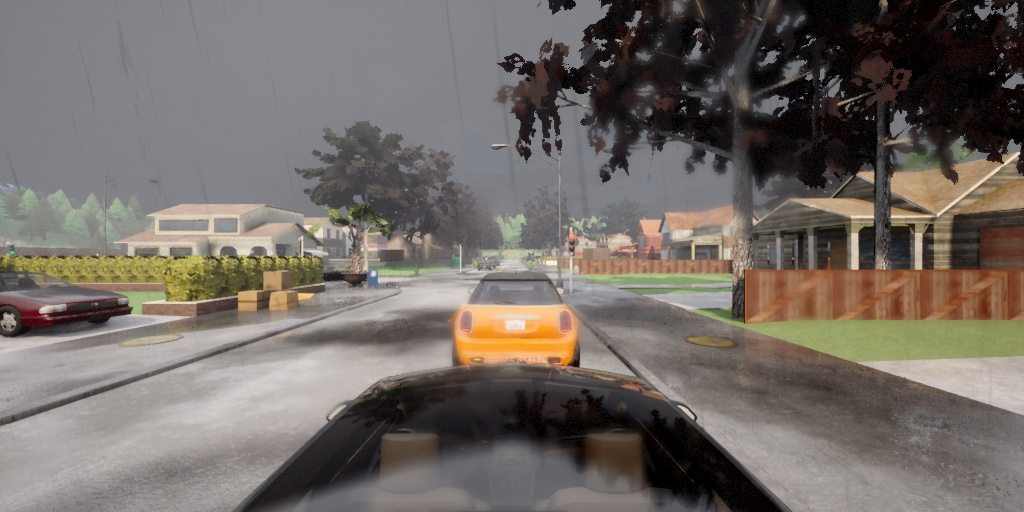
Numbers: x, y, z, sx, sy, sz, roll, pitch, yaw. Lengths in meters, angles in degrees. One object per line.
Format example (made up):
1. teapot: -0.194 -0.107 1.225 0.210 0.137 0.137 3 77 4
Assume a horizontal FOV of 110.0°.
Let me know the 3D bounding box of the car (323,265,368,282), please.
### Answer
1. car: -12.627 1.351 26.367 4.718 1.301 1.895 0 0 1

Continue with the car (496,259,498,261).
1. car: -3.593 1.241 59.275 2.128 1.511 4.902 0 0 1

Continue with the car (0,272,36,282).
1. car: -44.639 1.312 30.905 4.181 1.385 1.994 0 0 1

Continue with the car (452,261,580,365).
1. car: 0.097 1.102 7.727 2.097 1.767 4.553 0 0 1

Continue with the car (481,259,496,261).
1. car: -3.686 1.255 49.935 1.837 1.490 4.892 0 0 1
